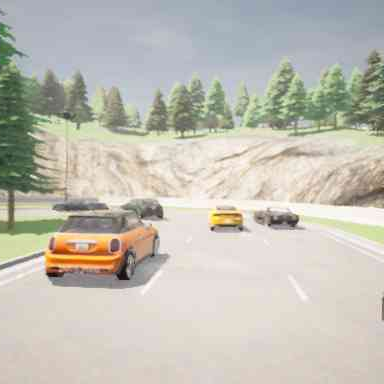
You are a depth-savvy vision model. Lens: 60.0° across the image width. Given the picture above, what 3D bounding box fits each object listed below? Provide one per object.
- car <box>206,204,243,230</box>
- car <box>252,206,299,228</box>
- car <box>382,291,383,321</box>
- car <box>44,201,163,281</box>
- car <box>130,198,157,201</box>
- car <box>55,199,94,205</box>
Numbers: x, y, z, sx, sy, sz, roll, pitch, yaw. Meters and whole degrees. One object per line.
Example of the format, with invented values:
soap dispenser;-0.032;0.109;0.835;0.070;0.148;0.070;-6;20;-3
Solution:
car;1.973;1.471;21.039;1.882;1.535;5.008;1;0;-1
car;5.519;1.630;22.693;1.895;1.301;4.718;1;0;-5
car;3.972;1.390;3.459;2.097;1.767;4.553;1;0;4
car;-2.380;1.313;9.979;2.097;1.767;4.553;1;0;6
car;-4.315;1.269;27.383;2.097;1.767;4.553;0;0;-39
car;-11.300;1.381;33.701;5.357;1.411;2.033;1;0;2
